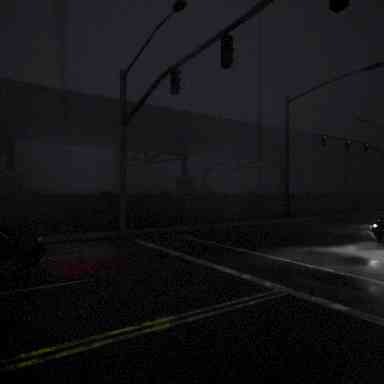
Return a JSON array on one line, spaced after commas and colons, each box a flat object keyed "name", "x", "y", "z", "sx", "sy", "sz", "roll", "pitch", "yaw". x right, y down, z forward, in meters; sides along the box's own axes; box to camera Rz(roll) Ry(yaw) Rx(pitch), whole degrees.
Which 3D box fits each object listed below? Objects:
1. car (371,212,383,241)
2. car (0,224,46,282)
[{"name": "car", "x": 10.450, "y": 1.600, "z": 15.701, "sx": 4.718, "sy": 1.301, "sz": 1.895, "roll": 0, "pitch": 0, "yaw": -35}, {"name": "car", "x": -6.236, "y": 1.491, "z": 8.149, "sx": 4.902, "sy": 1.511, "sz": 2.128, "roll": 0, "pitch": 0, "yaw": -35}]
